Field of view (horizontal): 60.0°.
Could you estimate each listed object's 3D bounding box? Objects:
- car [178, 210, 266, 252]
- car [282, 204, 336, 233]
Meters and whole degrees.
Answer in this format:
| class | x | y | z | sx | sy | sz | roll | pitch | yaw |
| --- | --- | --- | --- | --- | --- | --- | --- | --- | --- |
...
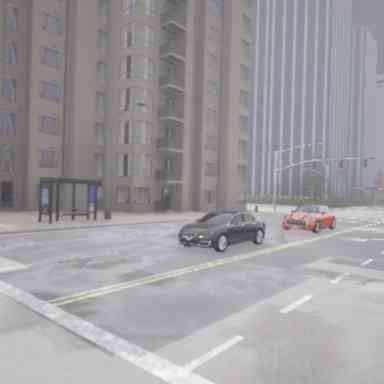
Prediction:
| class | x | y | z | sx | sy | sz | roll | pitch | yaw |
| --- | --- | --- | --- | --- | --- | --- | --- | --- | --- |
| car | 1.437 | 1.557 | 14.311 | 1.837 | 1.490 | 4.892 | 2 | 0 | 40 |
| car | 7.704 | 1.592 | 21.732 | 2.097 | 1.767 | 4.553 | 2 | 0 | 40 |
